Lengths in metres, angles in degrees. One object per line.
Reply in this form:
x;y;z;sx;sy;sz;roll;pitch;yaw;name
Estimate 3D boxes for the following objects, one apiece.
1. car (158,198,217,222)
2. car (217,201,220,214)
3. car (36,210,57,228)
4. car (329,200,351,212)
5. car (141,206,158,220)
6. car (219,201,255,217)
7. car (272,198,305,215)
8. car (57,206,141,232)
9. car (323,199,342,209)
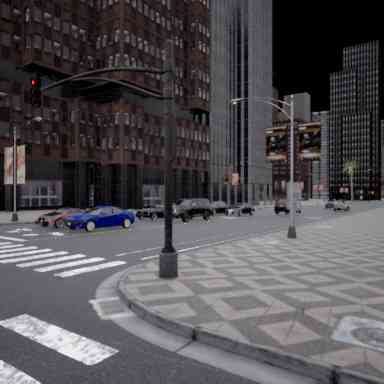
-0.281;1.601;30.520;2.150;2.045;5.566;0;-1;35;car
2.573;1.866;40.203;2.097;1.767;4.553;0;-1;35;car
-8.920;1.788;23.898;1.994;1.385;4.181;0;-1;36;car
24.213;2.426;53.656;2.033;1.411;5.357;0;-1;34;car
-3.250;1.967;31.951;1.895;1.301;4.718;0;-1;35;car
5.643;2.021;38.912;2.128;1.511;4.902;0;-1;35;car
12.355;1.853;42.475;2.150;2.045;5.566;0;-1;35;car
-6.055;1.712;22.326;1.882;1.535;5.008;0;-1;35;car
26.378;2.506;62.389;1.837;1.490;4.892;0;-1;35;car
